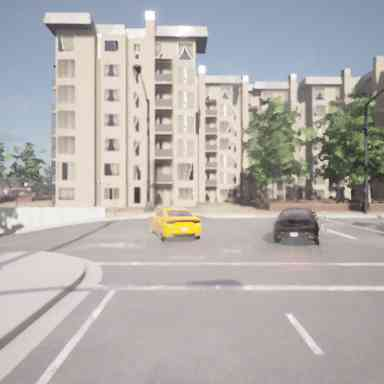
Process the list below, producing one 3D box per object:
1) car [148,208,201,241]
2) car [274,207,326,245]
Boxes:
[{"bbox_3d":[-1.017,1.547,17.450,1.882,1.535,5.008,0,0,-16],"label":"car"},{"bbox_3d":[5.088,1.489,15.635,1.837,1.490,4.892,-3,-2,24],"label":"car"}]
